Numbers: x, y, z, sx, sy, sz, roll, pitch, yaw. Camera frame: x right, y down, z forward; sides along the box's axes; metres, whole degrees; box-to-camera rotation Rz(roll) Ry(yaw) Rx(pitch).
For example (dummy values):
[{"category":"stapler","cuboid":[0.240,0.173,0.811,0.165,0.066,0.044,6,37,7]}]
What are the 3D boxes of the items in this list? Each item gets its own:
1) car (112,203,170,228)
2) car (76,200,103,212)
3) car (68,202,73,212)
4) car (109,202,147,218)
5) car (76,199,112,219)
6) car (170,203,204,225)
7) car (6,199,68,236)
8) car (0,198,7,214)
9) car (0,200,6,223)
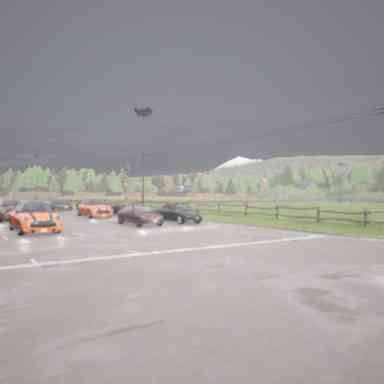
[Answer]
[{"category":"car","cuboid":[-3.759,1.637,23.712,1.812,1.442,4.674,1,0,-36]},{"category":"car","cuboid":[-13.294,1.746,42.826,1.895,1.301,4.718,1,0,-36]},{"category":"car","cuboid":[-16.037,1.600,40.654,2.128,1.511,4.902,1,-1,-36]},{"category":"car","cuboid":[-6.475,1.748,33.416,1.895,1.301,4.718,1,0,-36]},{"category":"car","cuboid":[-9.014,1.462,30.960,2.097,1.767,4.553,1,0,-36]},{"category":"car","cuboid":[-1.038,1.654,25.924,1.837,1.490,4.892,1,0,-36]},{"category":"car","cuboid":[-8.916,1.389,18.900,2.097,1.767,4.553,1,0,-36]},{"category":"car","cuboid":[-21.947,1.532,36.876,1.837,1.490,4.892,1,1,-36]},{"category":"car","cuboid":[-14.015,1.388,25.930,2.097,1.767,4.553,1,0,-36]}]
